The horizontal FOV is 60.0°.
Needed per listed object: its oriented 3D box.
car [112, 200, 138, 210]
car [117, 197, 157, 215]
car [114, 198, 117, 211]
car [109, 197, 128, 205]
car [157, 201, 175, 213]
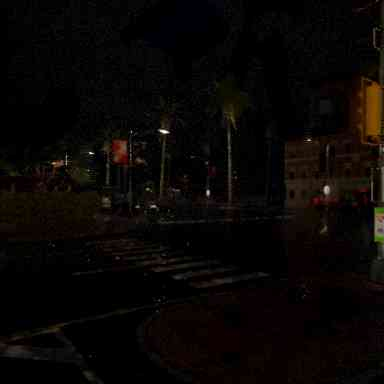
[{"bbox_3d":[-9.685,1.839,48.056,1.895,1.301,4.718,1,0,-35],"label":"car"},{"bbox_3d":[-6.209,1.547,37.025,2.097,1.767,4.553,1,0,-35],"label":"car"},{"bbox_3d":[-11.759,1.420,44.931,2.150,2.045,5.566,1,-1,-35],"label":"car"},{"bbox_3d":[-15.065,1.846,67.780,1.812,1.442,4.674,1,-1,-39],"label":"car"},{"bbox_3d":[-4.171,1.784,40.211,2.033,1.411,5.357,1,0,-35],"label":"car"}]
